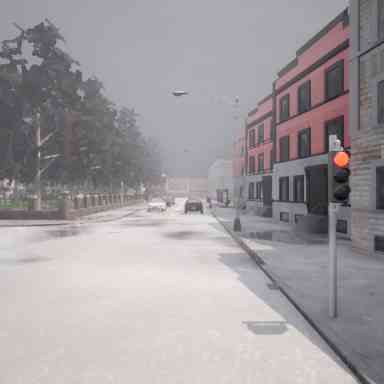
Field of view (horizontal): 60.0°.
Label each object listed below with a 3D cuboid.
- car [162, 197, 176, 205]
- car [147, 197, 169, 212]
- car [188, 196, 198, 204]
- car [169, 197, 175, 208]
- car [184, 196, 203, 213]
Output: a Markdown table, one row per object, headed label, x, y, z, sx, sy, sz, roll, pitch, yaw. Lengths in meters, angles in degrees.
| label | x | y | z | sx | sy | sz | roll | pitch | yaw |
| --- | --- | --- | --- | --- | --- | --- | --- | --- | --- |
| car | -3.995 | 1.547 | 59.319 | 2.033 | 1.411 | 5.357 | 0 | 0 | 1 |
| car | -4.039 | 1.526 | 38.891 | 1.812 | 1.442 | 4.674 | 0 | 0 | 0 |
| car | 0.180 | 1.526 | 65.997 | 1.812 | 1.442 | 4.674 | 0 | 0 | 0 |
| car | -4.035 | 1.601 | 48.986 | 1.895 | 1.301 | 4.718 | 0 | 0 | 0 |
| car | 0.169 | 1.477 | 36.369 | 1.882 | 1.535 | 5.008 | 0 | 0 | 0 |
